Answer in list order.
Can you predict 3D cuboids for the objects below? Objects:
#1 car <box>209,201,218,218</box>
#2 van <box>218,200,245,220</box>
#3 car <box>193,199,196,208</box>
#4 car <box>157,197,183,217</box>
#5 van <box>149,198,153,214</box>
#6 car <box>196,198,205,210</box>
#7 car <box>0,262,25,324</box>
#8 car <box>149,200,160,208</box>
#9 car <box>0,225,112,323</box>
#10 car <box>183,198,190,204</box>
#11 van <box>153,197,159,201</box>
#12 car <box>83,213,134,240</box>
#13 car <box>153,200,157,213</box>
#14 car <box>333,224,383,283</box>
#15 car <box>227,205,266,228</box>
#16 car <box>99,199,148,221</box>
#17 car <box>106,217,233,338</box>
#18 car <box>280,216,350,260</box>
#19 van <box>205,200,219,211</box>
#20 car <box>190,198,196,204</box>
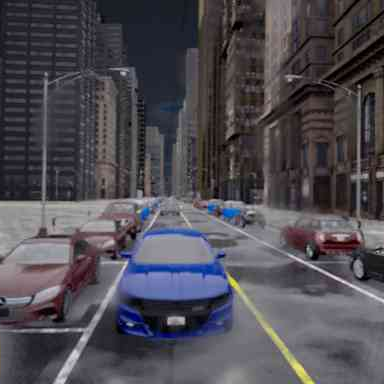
[{"bbox_3d":[3.377,2.018,36.098,1.887,1.381,4.507,1,-1,-4],"label":"car"},{"bbox_3d":[3.790,1.753,30.438,1.690,1.788,3.998,1,-1,-4],"label":"van"},{"bbox_3d":[1.734,2.307,58.747,1.802,1.307,4.206,1,-1,-4],"label":"car"},{"bbox_3d":[-2.361,1.742,35.633,2.097,1.767,4.553,1,-1,-4],"label":"car"},{"bbox_3d":[-4.711,1.630,29.814,1.690,1.788,3.998,1,-1,-4],"label":"van"},{"bbox_3d":[2.147,2.102,53.086,1.967,1.590,4.097,1,-1,-4],"label":"car"},{"bbox_3d":[-2.649,1.506,1.331,1.752,1.417,4.829,1,-1,-4],"label":"car"},{"bbox_3d":[-7.164,2.189,63.615,1.752,1.417,4.829,1,-1,-4],"label":"car"},{"bbox_3d":[-3.072,1.625,7.162,1.802,1.307,4.206,1,-1,-4],"label":"car"},{"bbox_3d":[-0.626,2.645,91.311,2.008,1.369,4.403,1,-1,-4],"label":"car"},{"bbox_3d":[-5.943,1.817,46.801,1.690,1.788,3.998,1,-1,-4],"label":"van"},{"bbox_3d":[-3.483,1.686,12.824,1.802,1.307,4.206,1,-1,-4],"label":"car"},{"bbox_3d":[-5.535,1.995,41.135,1.802,1.307,4.206,1,-1,-4],"label":"car"},{"bbox_3d":[5.429,1.717,7.785,2.008,1.369,4.403,1,-1,-4],"label":"car"},{"bbox_3d":[4.198,1.901,24.773,2.008,1.369,4.403,1,-1,-4],"label":"car"},{"bbox_3d":[-3.890,1.480,18.489,2.192,1.841,5.009,1,-1,-4],"label":"car"},{"bbox_3d":[-0.397,1.557,7.148,1.882,1.535,5.008,1,-1,-4],"label":"car"},{"bbox_3d":[5.020,1.668,13.449,1.967,1.590,4.097,1,-1,-4],"label":"car"},{"bbox_3d":[2.969,1.877,41.763,1.690,1.788,3.998,1,-1,-4],"label":"van"},{"bbox_3d":[1.327,2.104,64.412,2.192,1.841,5.009,1,-1,-4],"label":"car"}]
